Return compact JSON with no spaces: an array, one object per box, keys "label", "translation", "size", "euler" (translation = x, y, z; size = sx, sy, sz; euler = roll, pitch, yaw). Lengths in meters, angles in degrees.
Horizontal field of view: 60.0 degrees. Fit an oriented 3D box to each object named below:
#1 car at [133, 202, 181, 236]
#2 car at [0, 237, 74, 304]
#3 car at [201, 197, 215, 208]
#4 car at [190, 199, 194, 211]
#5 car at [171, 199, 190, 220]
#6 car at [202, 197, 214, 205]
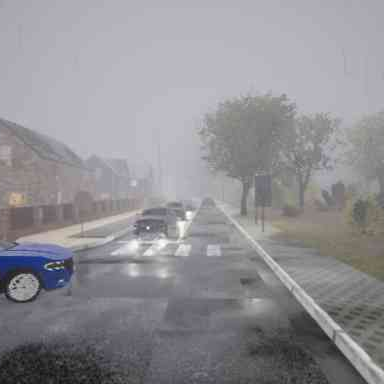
[{"label":"car","translation":[-1.994,1.557,19.014],"size":[1.837,1.490,4.892],"euler":[0,0,5]},{"label":"car","translation":[-5.197,1.501,7.195],"size":[5.008,1.535,1.882],"euler":[0,0,-14]},{"label":"car","translation":[2.555,1.548,53.196],"size":[2.097,1.767,4.553],"euler":[0,0,3]},{"label":"car","translation":[-0.829,1.637,43.205],"size":[2.128,1.511,4.902],"euler":[0,0,3]},{"label":"car","translation":[-1.482,1.590,29.021],"size":[1.837,1.490,4.892],"euler":[0,0,3]},{"label":"car","translation":[3.062,1.747,64.531],"size":[2.128,1.511,4.902],"euler":[0,0,3]}]
